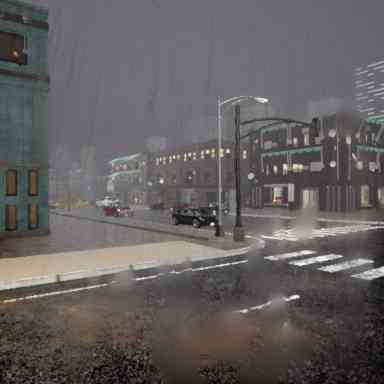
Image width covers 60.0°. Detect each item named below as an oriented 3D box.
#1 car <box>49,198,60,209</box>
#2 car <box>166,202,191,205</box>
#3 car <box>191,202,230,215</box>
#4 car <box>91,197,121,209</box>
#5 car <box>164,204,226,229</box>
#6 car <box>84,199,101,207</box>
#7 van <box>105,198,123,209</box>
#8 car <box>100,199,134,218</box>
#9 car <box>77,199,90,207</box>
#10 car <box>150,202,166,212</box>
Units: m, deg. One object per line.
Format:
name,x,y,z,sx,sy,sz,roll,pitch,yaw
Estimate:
car,-23.711,2.233,57.960,1.752,1.417,4.829,-1,0,-35
car,-0.979,1.904,40.355,1.802,1.307,4.206,-2,0,-35
car,2.219,1.809,35.837,2.008,1.369,4.403,-2,0,-35
car,-13.974,1.777,54.237,2.150,2.045,5.566,-1,0,-36
car,0.102,1.814,24.115,1.947,1.339,4.313,-1,0,-35
car,-20.169,2.228,67.460,1.887,1.381,4.507,-1,0,-35
van,-13.777,1.907,58.425,1.690,1.788,3.998,-1,0,-35
car,-7.820,1.846,35.510,1.967,1.590,4.097,-1,0,-35
car,-21.646,2.175,65.075,1.882,1.535,5.008,-1,0,-35
car,-4.176,1.966,44.872,1.802,1.307,4.206,-1,0,-35
